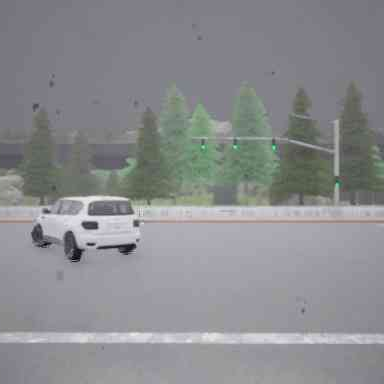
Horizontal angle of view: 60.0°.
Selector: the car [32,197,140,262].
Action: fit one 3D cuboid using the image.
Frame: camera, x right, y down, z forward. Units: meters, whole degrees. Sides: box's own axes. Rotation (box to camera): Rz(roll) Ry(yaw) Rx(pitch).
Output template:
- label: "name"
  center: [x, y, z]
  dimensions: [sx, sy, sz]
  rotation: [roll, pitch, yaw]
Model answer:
- label: "car"
  center: [-4.085, 1.184, 12.429]
  dimensions: [2.150, 2.045, 5.566]
  rotation: [1, -1, -41]
